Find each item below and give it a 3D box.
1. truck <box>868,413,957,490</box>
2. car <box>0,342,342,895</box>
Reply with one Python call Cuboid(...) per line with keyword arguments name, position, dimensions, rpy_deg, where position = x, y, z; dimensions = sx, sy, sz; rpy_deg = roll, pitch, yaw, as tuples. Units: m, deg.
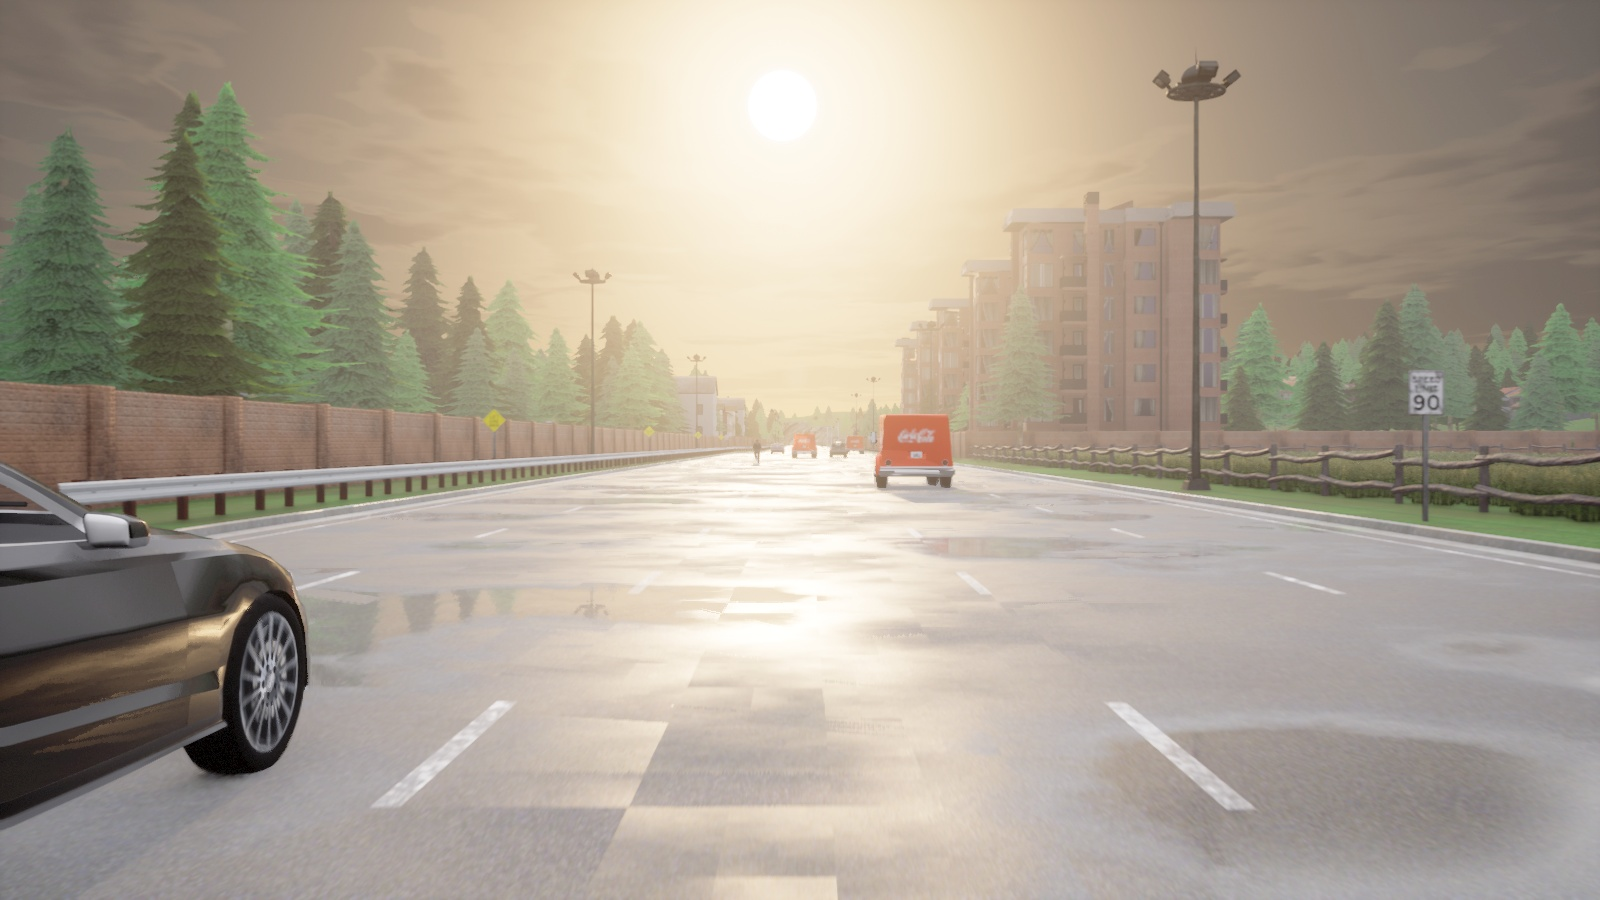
Cuboid(name="truck", position=(3.769, 0.025, 43.062), dimensions=(2.627, 2.467, 5.204), rpy_deg=(0, 1, 0))
Cuboid(name="car", position=(-3.462, 0.500, 3.989), dimensions=(2.152, 1.651, 5.027), rpy_deg=(0, 0, 0))
